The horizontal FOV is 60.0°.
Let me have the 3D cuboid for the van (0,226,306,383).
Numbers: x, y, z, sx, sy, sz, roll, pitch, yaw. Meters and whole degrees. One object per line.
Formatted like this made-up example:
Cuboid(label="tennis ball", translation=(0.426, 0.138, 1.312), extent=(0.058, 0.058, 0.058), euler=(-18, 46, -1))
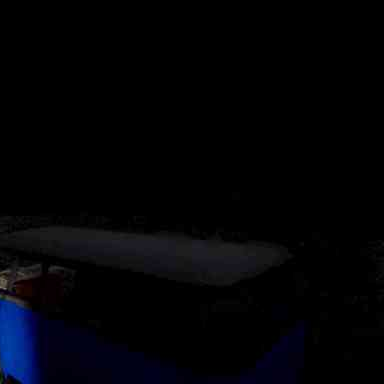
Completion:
Cuboid(label="van", translation=(-0.843, 1.343, 3.565), extent=(3.998, 1.788, 1.690), euler=(0, 0, 36))
